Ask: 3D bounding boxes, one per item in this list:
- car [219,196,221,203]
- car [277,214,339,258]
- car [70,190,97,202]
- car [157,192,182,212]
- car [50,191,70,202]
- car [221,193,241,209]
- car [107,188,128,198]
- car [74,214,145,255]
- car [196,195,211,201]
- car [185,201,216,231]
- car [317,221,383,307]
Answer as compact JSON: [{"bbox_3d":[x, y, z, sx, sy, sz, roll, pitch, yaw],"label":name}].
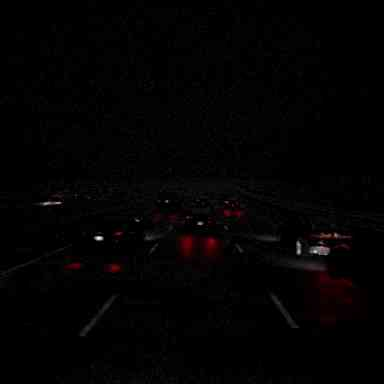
[{"bbox_3d":[5.352,1.002,52.064,1.837,1.490,4.892,1,1,4],"label":"car"},{"bbox_3d":[4.762,1.646,13.356,1.837,1.490,4.892,1,0,2],"label":"car"},{"bbox_3d":[-15.835,0.563,49.708,2.097,1.767,4.553,1,1,4],"label":"car"},{"bbox_3d":[-2.381,0.971,35.717,2.150,2.045,5.566,1,1,3],"label":"car"},{"bbox_3d":[-19.336,0.632,49.747,1.882,1.535,5.008,1,1,4],"label":"car"},{"bbox_3d":[4.824,1.282,40.375,1.812,1.442,4.674,1,1,4],"label":"car"},{"bbox_3d":[-12.040,0.387,54.310,2.150,2.045,5.566,1,2,4],"label":"car"},{"bbox_3d":[-3.176,1.573,13.544,1.994,1.385,4.181,1,0,2],"label":"car"},{"bbox_3d":[1.503,1.159,43.412,1.812,1.442,4.674,1,1,3],"label":"car"},{"bbox_3d":[0.540,1.557,20.805,1.812,1.442,4.674,1,0,2],"label":"car"},{"bbox_3d":[4.621,1.657,7.428,1.812,1.442,4.674,1,0,1],"label":"car"}]
